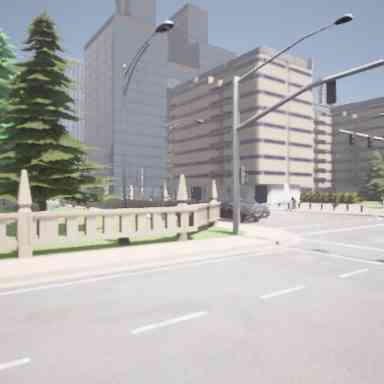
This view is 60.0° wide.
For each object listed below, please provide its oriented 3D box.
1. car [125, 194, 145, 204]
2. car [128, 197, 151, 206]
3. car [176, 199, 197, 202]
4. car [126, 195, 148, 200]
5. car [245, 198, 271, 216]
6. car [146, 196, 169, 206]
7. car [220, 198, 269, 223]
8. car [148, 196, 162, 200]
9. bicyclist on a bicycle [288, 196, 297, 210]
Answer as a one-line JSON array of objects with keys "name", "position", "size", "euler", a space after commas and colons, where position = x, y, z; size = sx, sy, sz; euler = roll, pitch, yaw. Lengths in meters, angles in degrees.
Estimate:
[{"name": "car", "position": [-11.193, 1.355, 64.664], "size": [2.097, 1.767, 4.553], "euler": [0, 0, -35]}, {"name": "car", "position": [-8.743, 1.528, 55.283], "size": [1.812, 1.442, 4.674], "euler": [0, 0, -35]}, {"name": "car", "position": [-0.445, 1.479, 37.337], "size": [1.882, 1.535, 5.008], "euler": [0, 0, -35]}, {"name": "car", "position": [-7.997, 1.493, 41.920], "size": [2.128, 1.511, 4.902], "euler": [0, 0, -35]}, {"name": "car", "position": [4.876, 1.353, 29.860], "size": [2.097, 1.767, 4.553], "euler": [0, 0, -35]}, {"name": "car", "position": [-6.011, 1.507, 57.483], "size": [1.837, 1.490, 4.892], "euler": [0, 0, -35]}, {"name": "car", "position": [3.337, 1.506, 25.985], "size": [1.837, 1.490, 4.892], "euler": [0, 0, -35]}, {"name": "car", "position": [-6.167, 1.354, 45.390], "size": [2.097, 1.767, 4.553], "euler": [0, 0, -35]}, {"name": "bicyclist on a bicycle", "position": [11.834, 1.304, 39.024], "size": [1.656, 1.620, 0.582], "euler": [0, 0, -35]}]
